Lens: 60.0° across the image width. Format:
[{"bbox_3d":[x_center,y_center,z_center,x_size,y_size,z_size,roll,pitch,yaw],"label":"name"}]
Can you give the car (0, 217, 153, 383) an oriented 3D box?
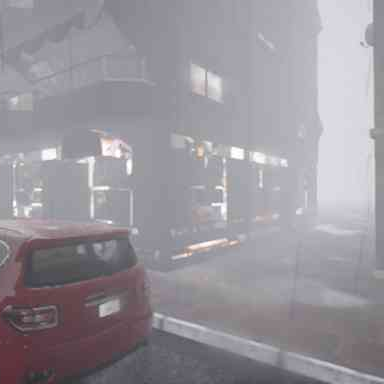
[{"bbox_3d":[-2.813,1.295,4.897,5.009,1.841,2.192,0,-1,36],"label":"car"}]
